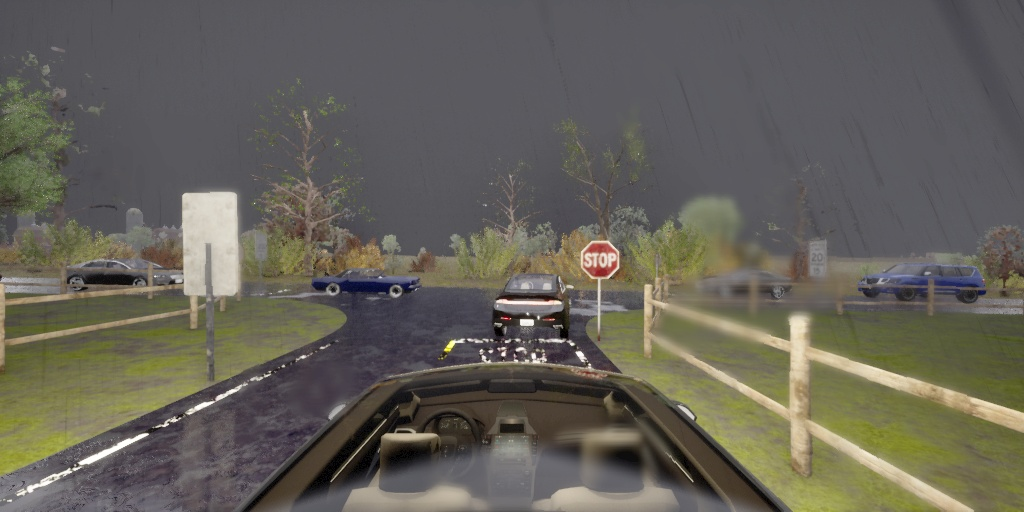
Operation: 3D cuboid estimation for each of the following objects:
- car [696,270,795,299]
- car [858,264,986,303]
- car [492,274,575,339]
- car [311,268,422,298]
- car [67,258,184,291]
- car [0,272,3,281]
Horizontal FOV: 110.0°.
[{"bbox_3d":[13.015,1.525,20.156,4.902,1.511,2.128,1,1,0],"label":"car"},{"bbox_3d":[22.911,1.466,20.138,5.566,2.045,2.150,1,1,0],"label":"car"},{"bbox_3d":[0.712,1.240,10.206,2.128,1.511,4.902,0,0,9],"label":"car"},{"bbox_3d":[-6.812,1.248,17.242,4.718,1.301,1.895,1,1,0],"label":"car"},{"bbox_3d":[-18.480,0.885,17.267,4.902,1.511,2.128,1,1,0],"label":"car"},{"bbox_3d":[-27.784,0.717,17.280,4.674,1.442,1.812,1,1,0],"label":"car"}]
